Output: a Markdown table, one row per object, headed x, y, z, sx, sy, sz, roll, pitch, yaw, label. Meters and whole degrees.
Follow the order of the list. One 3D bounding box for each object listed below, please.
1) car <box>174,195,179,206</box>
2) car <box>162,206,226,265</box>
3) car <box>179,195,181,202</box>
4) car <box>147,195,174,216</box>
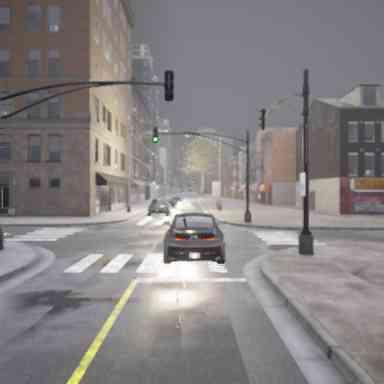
| x | y | z | sx | sy | sz | roll | pitch | yaw | label |
| --- | --- | --- | --- | --- | --- | --- | --- | --- | --- |
| -2.986 | 1.337 | 41.833 | 1.895 | 1.301 | 4.718 | 0 | 0 | 0 | car |
| 0.063 | 1.437 | 11.368 | 1.837 | 1.490 | 4.892 | 0 | 1 | 0 | car |
| -2.976 | 1.216 | 62.235 | 1.895 | 1.301 | 4.718 | 0 | 0 | 0 | car |
| -2.951 | 1.313 | 30.564 | 1.837 | 1.490 | 4.892 | 0 | 1 | 0 | car |
